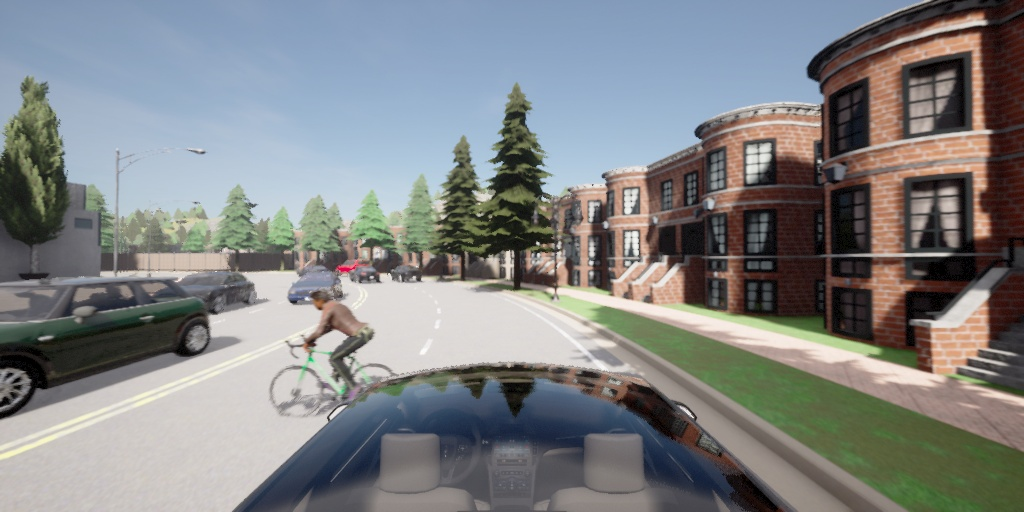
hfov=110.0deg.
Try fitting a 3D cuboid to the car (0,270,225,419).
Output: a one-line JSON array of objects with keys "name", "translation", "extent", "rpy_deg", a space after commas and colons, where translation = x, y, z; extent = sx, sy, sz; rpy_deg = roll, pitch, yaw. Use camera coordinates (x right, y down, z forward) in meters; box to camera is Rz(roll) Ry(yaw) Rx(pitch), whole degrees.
[{"name": "car", "translation": [-7.440, 1.153, 5.771], "extent": [2.097, 1.767, 4.553], "rpy_deg": [0, -1, -4]}]

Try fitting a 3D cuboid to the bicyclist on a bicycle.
[{"name": "bicyclist on a bicycle", "translation": [-2.238, 1.239, 4.521], "extent": [1.656, 1.620, 0.582], "rpy_deg": [-1, -1, -1]}]

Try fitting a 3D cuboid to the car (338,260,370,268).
[{"name": "car", "translation": [-19.015, 1.503, 43.162], "extent": [5.566, 2.045, 2.150], "rpy_deg": [-1, -1, 39]}]

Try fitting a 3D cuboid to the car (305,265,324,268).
[{"name": "car", "translation": [-23.140, 1.814, 41.970], "extent": [5.357, 1.411, 2.033], "rpy_deg": [-1, -1, 36]}]

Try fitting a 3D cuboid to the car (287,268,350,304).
[{"name": "car", "translation": [-9.728, 1.508, 18.131], "extent": [2.033, 1.411, 5.357], "rpy_deg": [0, -1, -19]}]

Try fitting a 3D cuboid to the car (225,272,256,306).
[{"name": "car", "translation": [-12.221, 1.422, 14.588], "extent": [1.837, 1.490, 4.892], "rpy_deg": [0, -1, -16]}]

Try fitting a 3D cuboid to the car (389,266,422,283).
[{"name": "car", "translation": [-10.040, 1.665, 33.651], "extent": [1.837, 1.490, 4.892], "rpy_deg": [1, -1, -35]}]

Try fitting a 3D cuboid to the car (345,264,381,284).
[{"name": "car", "translation": [-13.210, 1.666, 32.152], "extent": [1.812, 1.442, 4.674], "rpy_deg": [1, -1, -36]}]
